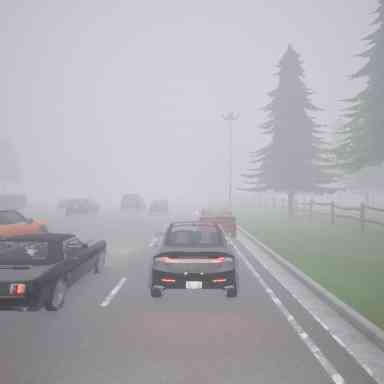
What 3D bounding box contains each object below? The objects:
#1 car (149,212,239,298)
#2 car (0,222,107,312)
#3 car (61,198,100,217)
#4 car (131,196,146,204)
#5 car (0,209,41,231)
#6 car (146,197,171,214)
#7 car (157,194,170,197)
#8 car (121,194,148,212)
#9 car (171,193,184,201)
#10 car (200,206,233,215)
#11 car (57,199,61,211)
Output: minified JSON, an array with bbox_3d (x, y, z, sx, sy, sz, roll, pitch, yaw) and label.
[{"bbox_3d":[0.052,1.492,8.529,2.128,1.511,4.902,0,0,0],"label":"car"},{"bbox_3d":[-3.399,1.601,7.629,1.895,1.301,4.718,0,0,0],"label":"car"},{"bbox_3d":[-10.399,1.352,31.983,2.097,1.767,4.553,0,0,0],"label":"car"},{"bbox_3d":[-10.399,1.492,64.645,2.128,1.511,4.902,0,0,0],"label":"car"},{"bbox_3d":[-6.900,1.352,11.724,2.097,1.767,4.553,0,0,0],"label":"car"},{"bbox_3d":[-3.400,1.547,35.496,2.033,1.411,5.357,0,0,0],"label":"car"},{"bbox_3d":[-6.998,1.478,80.768,1.882,1.535,5.008,0,0,0],"label":"car"},{"bbox_3d":[-6.898,1.221,39.263,2.150,2.045,5.566,0,0,0],"label":"car"},{"bbox_3d":[-3.497,1.500,82.674,1.837,1.490,4.892,0,0,0],"label":"car"},{"bbox_3d":[1.225,1.478,17.871,1.882,1.535,5.008,0,0,0],"label":"car"},{"bbox_3d":[-15.370,1.491,41.171,2.128,1.511,4.902,0,0,-11],"label":"car"}]
